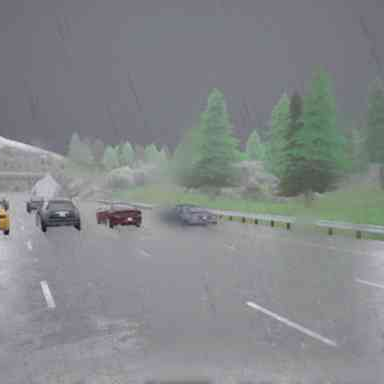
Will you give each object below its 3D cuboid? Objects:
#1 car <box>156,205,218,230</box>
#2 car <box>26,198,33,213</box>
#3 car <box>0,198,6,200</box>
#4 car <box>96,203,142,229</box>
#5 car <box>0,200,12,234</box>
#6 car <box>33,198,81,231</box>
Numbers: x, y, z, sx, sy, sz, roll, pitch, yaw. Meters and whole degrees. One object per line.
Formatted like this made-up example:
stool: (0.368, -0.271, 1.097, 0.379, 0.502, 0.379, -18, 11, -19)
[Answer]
car: (-0.486, 1.494, 20.767, 2.033, 1.411, 5.357, 0, 0, -29)
car: (-16.554, 1.386, 35.437, 2.128, 1.511, 4.902, 0, 0, -29)
car: (-19.787, 1.388, 34.041, 2.128, 1.511, 4.902, 0, 0, -28)
car: (-4.791, 1.419, 21.321, 1.882, 1.535, 5.008, 0, 0, -29)
car: (-11.096, 1.423, 18.260, 1.882, 1.535, 5.008, 0, 0, -29)
car: (-8.243, 1.294, 20.330, 2.097, 1.767, 4.553, 0, 0, -29)
